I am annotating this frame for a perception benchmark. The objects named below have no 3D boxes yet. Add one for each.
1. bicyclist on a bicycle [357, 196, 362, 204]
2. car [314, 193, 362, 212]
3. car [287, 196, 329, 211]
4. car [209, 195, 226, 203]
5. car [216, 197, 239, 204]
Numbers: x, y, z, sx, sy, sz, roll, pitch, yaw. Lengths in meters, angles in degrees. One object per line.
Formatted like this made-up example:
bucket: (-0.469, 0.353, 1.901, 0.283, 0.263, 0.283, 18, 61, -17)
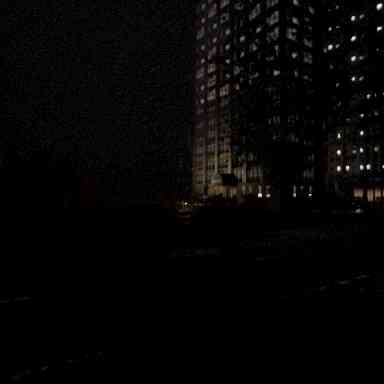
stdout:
bicyclist on a bicycle: (23.889, 1.372, 47.576, 1.656, 1.620, 0.582, 1, 0, -34)
car: (16.728, 1.146, 38.751, 2.150, 2.045, 5.566, 1, 0, -35)
car: (13.077, 1.442, 38.367, 1.994, 1.385, 4.181, 1, 0, -34)
car: (4.194, 1.283, 63.468, 2.097, 1.767, 4.553, 1, 0, -34)
car: (6.857, 1.577, 65.327, 1.895, 1.301, 4.718, 1, 0, -34)
